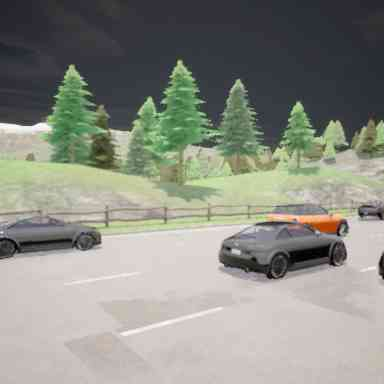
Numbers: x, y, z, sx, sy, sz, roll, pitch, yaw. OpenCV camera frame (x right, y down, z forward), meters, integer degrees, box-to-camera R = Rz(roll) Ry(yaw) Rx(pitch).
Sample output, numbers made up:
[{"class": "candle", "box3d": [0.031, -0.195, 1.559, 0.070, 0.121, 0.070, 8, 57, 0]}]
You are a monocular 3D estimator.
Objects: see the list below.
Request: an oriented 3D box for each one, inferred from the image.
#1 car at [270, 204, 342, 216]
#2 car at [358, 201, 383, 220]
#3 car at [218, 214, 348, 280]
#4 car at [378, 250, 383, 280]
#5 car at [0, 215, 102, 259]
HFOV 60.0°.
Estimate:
[{"class": "car", "box3d": [5.714, 1.356, 16.422, 4.553, 1.767, 2.097, 0, 0, -36]}, {"class": "car", "box3d": [15.889, 1.498, 27.980, 4.902, 1.511, 2.128, 0, 0, -35]}, {"class": "car", "box3d": [2.812, 1.566, 10.053, 4.181, 1.385, 1.994, 0, 0, -36]}, {"class": "car", "box3d": [6.580, 1.566, 8.440, 4.181, 1.385, 1.994, 0, 0, -36]}, {"class": "car", "box3d": [-5.626, 1.564, 12.631, 4.181, 1.385, 1.994, 0, 0, -36]}]
